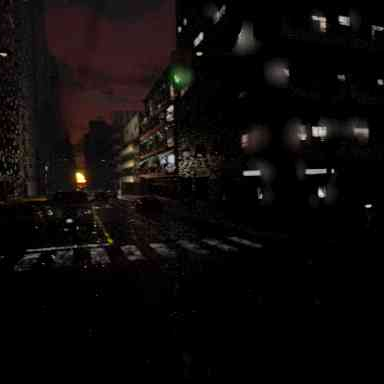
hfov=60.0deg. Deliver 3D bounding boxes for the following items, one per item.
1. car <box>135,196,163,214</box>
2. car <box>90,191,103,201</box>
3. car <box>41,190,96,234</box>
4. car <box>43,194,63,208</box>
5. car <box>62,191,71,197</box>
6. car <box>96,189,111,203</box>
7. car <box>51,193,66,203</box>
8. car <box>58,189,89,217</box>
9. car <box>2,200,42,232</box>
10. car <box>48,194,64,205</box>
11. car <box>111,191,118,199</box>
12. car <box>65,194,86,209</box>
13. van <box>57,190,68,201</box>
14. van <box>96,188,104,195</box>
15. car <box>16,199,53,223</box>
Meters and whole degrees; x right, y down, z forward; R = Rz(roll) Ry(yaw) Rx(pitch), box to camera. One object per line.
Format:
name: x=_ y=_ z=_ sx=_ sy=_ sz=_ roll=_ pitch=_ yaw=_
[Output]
car: x=-3.601 y=1.019 z=27.329 sx=2.008 sy=1.369 sz=4.403 roll=-3 pitch=2 yaw=-19
car: x=-16.375 y=0.621 z=56.970 sx=1.882 sy=1.535 sz=5.008 roll=-2 pitch=1 yaw=-19
car: x=-6.678 y=0.973 z=18.353 sx=2.150 sy=2.045 sz=5.566 roll=-2 pitch=1 yaw=-19
car: x=-16.965 y=1.069 z=40.722 sx=1.887 sy=1.381 sz=4.507 roll=-3 pitch=2 yaw=-19
car: x=-31.439 y=0.501 z=83.577 sx=2.008 sy=1.369 sz=4.403 roll=-3 pitch=2 yaw=-19
car: x=-13.055 y=0.750 z=47.269 sx=1.882 sy=1.535 sz=5.008 roll=-2 pitch=1 yaw=-19
car: x=-20.584 y=0.925 z=51.436 sx=1.887 sy=1.381 sz=4.507 roll=-3 pitch=2 yaw=-19
car: x=-10.023 y=0.839 z=28.282 sx=2.150 sy=2.045 sz=5.566 roll=-2 pitch=1 yaw=-19
car: x=-9.675 y=1.339 z=19.134 sx=1.752 sy=1.417 sz=4.829 roll=-3 pitch=2 yaw=-19
car: x=-18.773 y=1.034 z=46.080 sx=1.802 sy=1.307 sz=4.206 roll=-3 pitch=2 yaw=-19
car: x=-14.461 y=0.477 z=59.467 sx=1.967 sy=1.590 sz=4.097 roll=-3 pitch=2 yaw=-19
car: x=-13.382 y=1.030 z=38.281 sx=2.033 sy=1.411 sz=5.357 roll=-2 pitch=1 yaw=-19
van: x=-24.211 y=0.578 z=62.144 sx=1.690 sy=1.788 sz=3.998 roll=-3 pitch=2 yaw=-19
van: x=-25.322 y=-0.051 z=91.607 sx=1.690 sy=1.788 sz=3.998 roll=-3 pitch=2 yaw=-19
car: x=-11.537 y=1.306 z=24.652 sx=1.947 sy=1.339 sz=4.313 roll=-3 pitch=2 yaw=-19
